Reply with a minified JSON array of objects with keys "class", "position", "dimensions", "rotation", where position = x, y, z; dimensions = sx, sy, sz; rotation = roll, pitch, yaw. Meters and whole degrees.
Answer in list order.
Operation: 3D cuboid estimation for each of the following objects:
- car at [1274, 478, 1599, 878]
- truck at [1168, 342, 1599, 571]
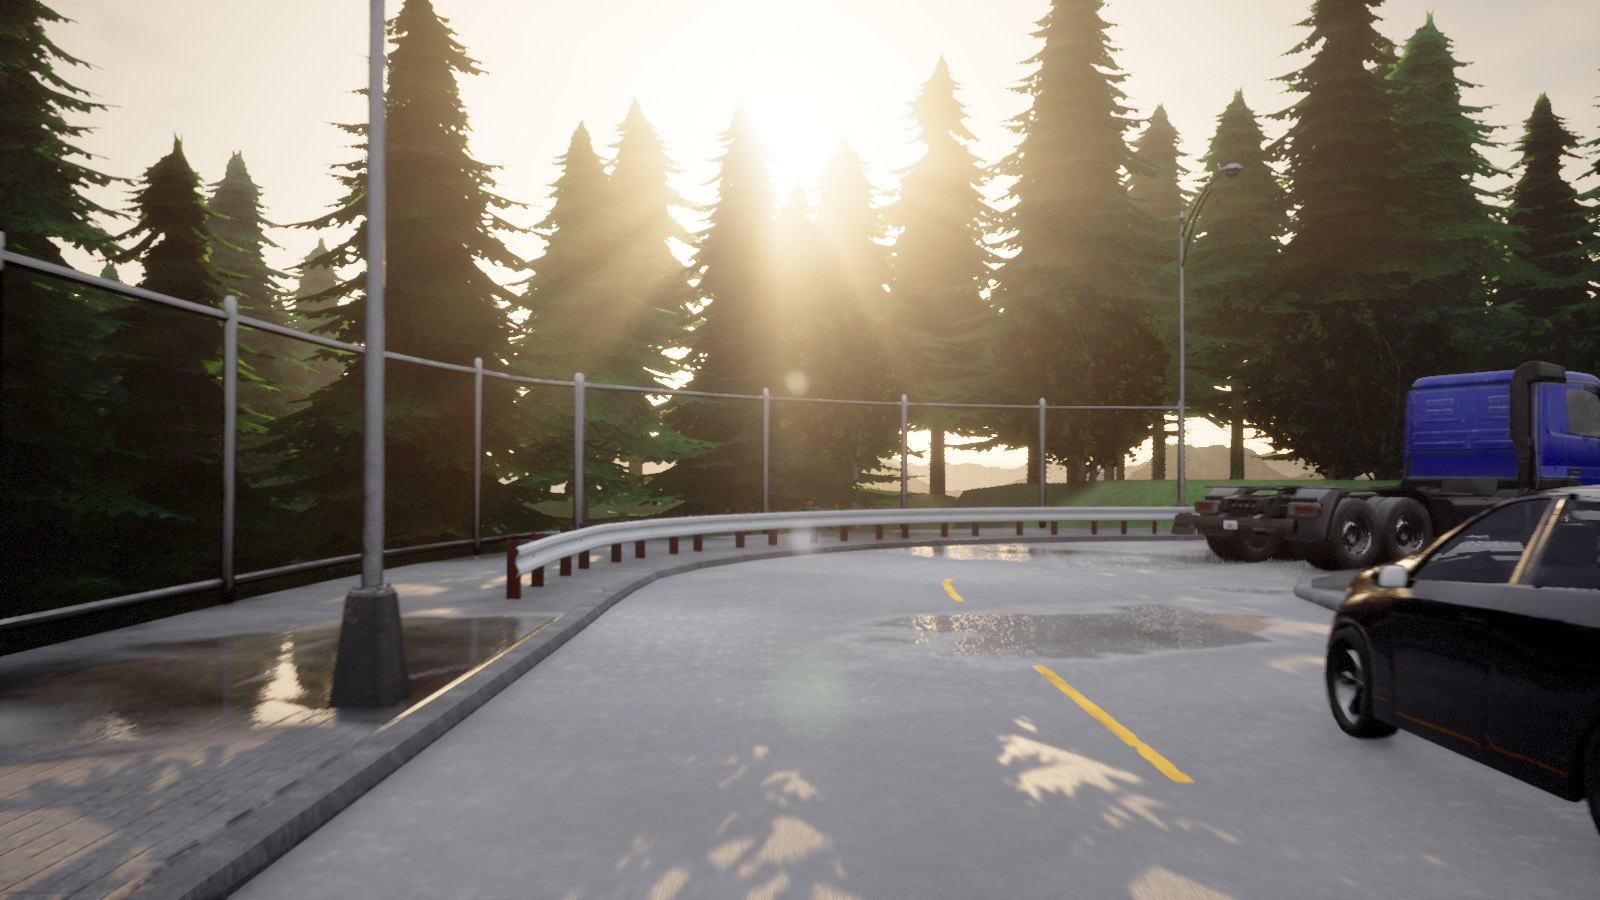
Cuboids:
[{"class":"car","position":[3.985,0.908,6.269],"dimensions":[1.845,1.501,3.633],"rotation":[0,-1,0]},{"class":"truck","position":[10.565,0.130,21.975],"dimensions":[7.936,3.462,2.891],"rotation":[0,-1,-25]}]
